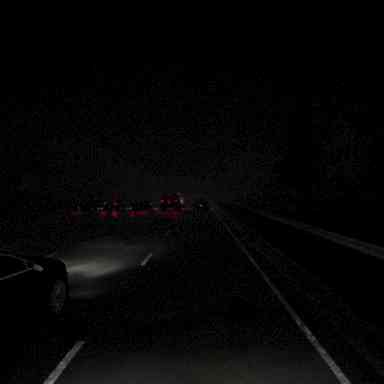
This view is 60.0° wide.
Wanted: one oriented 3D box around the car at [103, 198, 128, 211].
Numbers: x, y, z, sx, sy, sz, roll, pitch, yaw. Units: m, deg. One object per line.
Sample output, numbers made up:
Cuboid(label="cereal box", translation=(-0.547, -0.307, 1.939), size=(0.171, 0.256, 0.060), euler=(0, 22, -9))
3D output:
Cuboid(label="car", translation=(-9.520, 1.532, 41.031), size=(1.812, 1.442, 4.674), euler=(0, 0, 1))

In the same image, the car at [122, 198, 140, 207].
Cuboid(label="car", translation=(-9.273, 1.577, 51.032), size=(1.994, 1.385, 4.181), euler=(0, 0, 1))

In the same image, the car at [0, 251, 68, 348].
Cuboid(label="car", translation=(-3.321, 1.489, 4.473), size=(2.128, 1.511, 4.902), euler=(0, 0, 1))

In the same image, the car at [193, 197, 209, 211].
Cuboid(label="car", translation=(1.089, 1.589, 41.295), size=(1.994, 1.385, 4.181), euler=(0, 0, 1))

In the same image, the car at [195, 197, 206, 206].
Cuboid(label="car", translation=(1.409, 1.561, 54.716), size=(1.812, 1.442, 4.674), euler=(0, 0, 1))

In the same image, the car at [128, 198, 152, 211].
Cuboid(label="car", translation=(-6.032, 1.490, 40.529), size=(1.882, 1.535, 5.008), euler=(0, 0, 1))

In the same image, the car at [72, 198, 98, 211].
Cuboid(label="car", translation=(-13.029, 1.504, 40.701), size=(1.837, 1.490, 4.892), euler=(0, 0, 1))

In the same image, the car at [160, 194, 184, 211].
Cuboid(label="car", translation=(-2.531, 1.241, 40.472), size=(2.150, 2.045, 5.566), euler=(0, 0, 1))
